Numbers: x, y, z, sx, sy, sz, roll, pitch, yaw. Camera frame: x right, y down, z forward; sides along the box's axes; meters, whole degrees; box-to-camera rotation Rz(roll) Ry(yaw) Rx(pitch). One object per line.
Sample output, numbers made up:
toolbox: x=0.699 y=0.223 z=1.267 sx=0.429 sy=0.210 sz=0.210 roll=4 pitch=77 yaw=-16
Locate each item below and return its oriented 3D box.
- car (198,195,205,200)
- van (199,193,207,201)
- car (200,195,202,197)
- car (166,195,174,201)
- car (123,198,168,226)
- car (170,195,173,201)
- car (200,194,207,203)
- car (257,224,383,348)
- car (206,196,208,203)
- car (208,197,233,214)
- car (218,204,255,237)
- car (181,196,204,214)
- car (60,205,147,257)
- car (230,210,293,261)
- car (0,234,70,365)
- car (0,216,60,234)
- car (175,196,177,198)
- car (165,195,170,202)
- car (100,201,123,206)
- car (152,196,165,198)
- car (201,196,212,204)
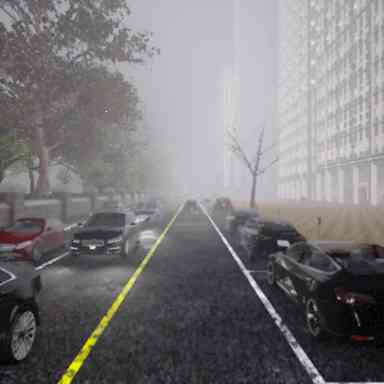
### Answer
car: x=2.683 y=1.476 z=90.775 sx=1.802 sy=1.307 sz=4.206 roll=0 pitch=0 yaw=0
van: x=2.685 y=1.237 z=79.512 sx=1.690 sy=1.788 sz=3.998 roll=0 pitch=0 yaw=0
car: x=0.005 y=1.473 z=44.651 sx=2.033 sy=1.411 sz=5.357 roll=0 pitch=0 yaw=0
car: x=-5.697 y=1.419 z=84.973 sx=1.752 sy=1.417 sz=4.829 roll=0 pitch=0 yaw=0
car: x=-3.080 y=1.447 z=23.185 sx=2.128 sy=1.511 sz=4.902 roll=0 pitch=0 yaw=0
car: x=-5.695 y=1.442 z=73.878 sx=1.887 sy=1.381 sz=4.507 roll=0 pitch=0 yaw=0
car: x=2.686 y=1.462 z=56.982 sx=2.008 sy=1.369 sz=4.403 roll=0 pitch=0 yaw=0
car: x=2.691 y=1.553 z=6.291 sx=1.947 sy=1.339 sz=4.313 roll=0 pitch=0 yaw=0
car: x=3.146 y=1.455 z=41.603 sx=1.812 sy=1.442 sz=4.674 roll=0 pitch=0 yaw=0
car: x=3.110 y=1.291 z=34.573 sx=2.097 sy=1.767 sz=4.553 roll=0 pitch=0 yaw=0
car: x=2.690 y=1.531 z=17.556 sx=1.947 sy=1.339 sz=4.313 roll=0 pitch=0 yaw=0
car: x=-0.003 y=1.464 z=34.079 sx=1.812 sy=1.442 sz=4.674 roll=0 pitch=0 yaw=0
car: x=-3.098 y=1.478 z=12.805 sx=1.837 sy=1.490 sz=4.892 roll=0 pitch=0 yaw=0
car: x=2.690 y=1.541 z=11.924 sx=1.947 sy=1.339 sz=4.313 roll=0 pitch=0 yaw=0
car: x=-3.101 y=1.485 z=2.987 sx=2.128 sy=1.511 sz=4.902 roll=0 pitch=0 yaw=0
car: x=-5.690 y=1.557 z=11.923 sx=1.802 sy=1.307 sz=4.206 roll=0 pitch=0 yaw=0
car: x=-3.006 y=1.264 z=77.566 sx=1.994 sy=1.385 sz=4.181 roll=0 pitch=0 yaw=0
car: x=-5.694 y=1.450 z=62.614 sx=1.887 sy=1.381 sz=4.507 roll=0 pitch=0 yaw=0
car: x=-5.690 y=1.395 z=23.188 sx=1.967 sy=1.590 sz=4.097 roll=0 pitch=0 yaw=0
car: x=-5.694 y=1.462 z=51.349 sx=1.887 sy=1.381 sz=4.507 roll=0 pitch=0 yaw=0
car: x=2.686 y=1.488 z=62.615 sx=1.802 sy=1.307 sz=4.206 roll=0 pitch=0 yaw=0
